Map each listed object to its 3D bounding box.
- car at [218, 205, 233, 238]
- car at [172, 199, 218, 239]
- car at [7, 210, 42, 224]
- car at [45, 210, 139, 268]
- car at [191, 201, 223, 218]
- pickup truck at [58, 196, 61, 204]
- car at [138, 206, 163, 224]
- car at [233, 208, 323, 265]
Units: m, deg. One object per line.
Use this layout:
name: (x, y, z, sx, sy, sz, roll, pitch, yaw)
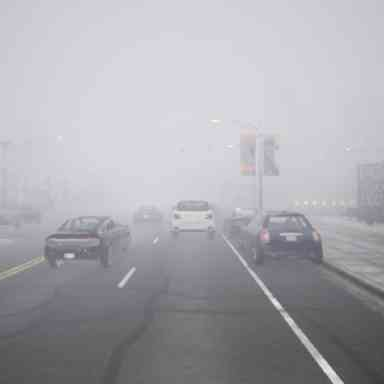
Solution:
car: (2.864, 1.636, 18.706, 2.097, 1.535, 5.008, 0, 0, 0)
car: (0.062, 1.378, 18.660, 2.150, 2.045, 5.566, 0, 0, 0)
car: (-10.539, 1.374, 19.812, 1.994, 1.385, 4.181, 0, 0, 0)
car: (-3.423, 1.590, 11.709, 2.128, 1.511, 4.902, 0, -1, 0)
car: (1.718, 1.802, 35.427, 1.837, 1.490, 4.892, -2, -1, 22)
pickup truck: (-28.768, 1.754, 79.107, 6.274, 2.098, 2.390, 0, 0, 0)
car: (-3.454, 1.787, 26.668, 1.994, 1.385, 4.181, 0, 0, 0)
car: (3.017, 1.457, 12.283, 2.185, 1.767, 4.553, 0, 0, 0)
